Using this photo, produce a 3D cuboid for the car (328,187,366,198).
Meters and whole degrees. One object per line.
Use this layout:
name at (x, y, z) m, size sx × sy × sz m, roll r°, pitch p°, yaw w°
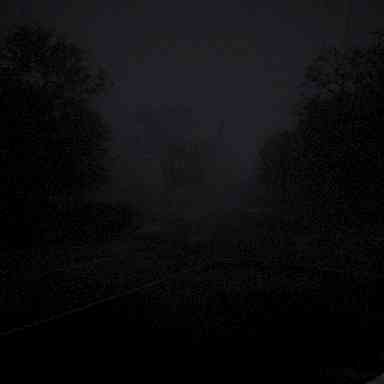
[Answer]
car at (21.806, 0.131, 47.000) m, size 4.892 × 1.490 × 1.837 m, roll -2°, pitch 0°, yaw 6°
